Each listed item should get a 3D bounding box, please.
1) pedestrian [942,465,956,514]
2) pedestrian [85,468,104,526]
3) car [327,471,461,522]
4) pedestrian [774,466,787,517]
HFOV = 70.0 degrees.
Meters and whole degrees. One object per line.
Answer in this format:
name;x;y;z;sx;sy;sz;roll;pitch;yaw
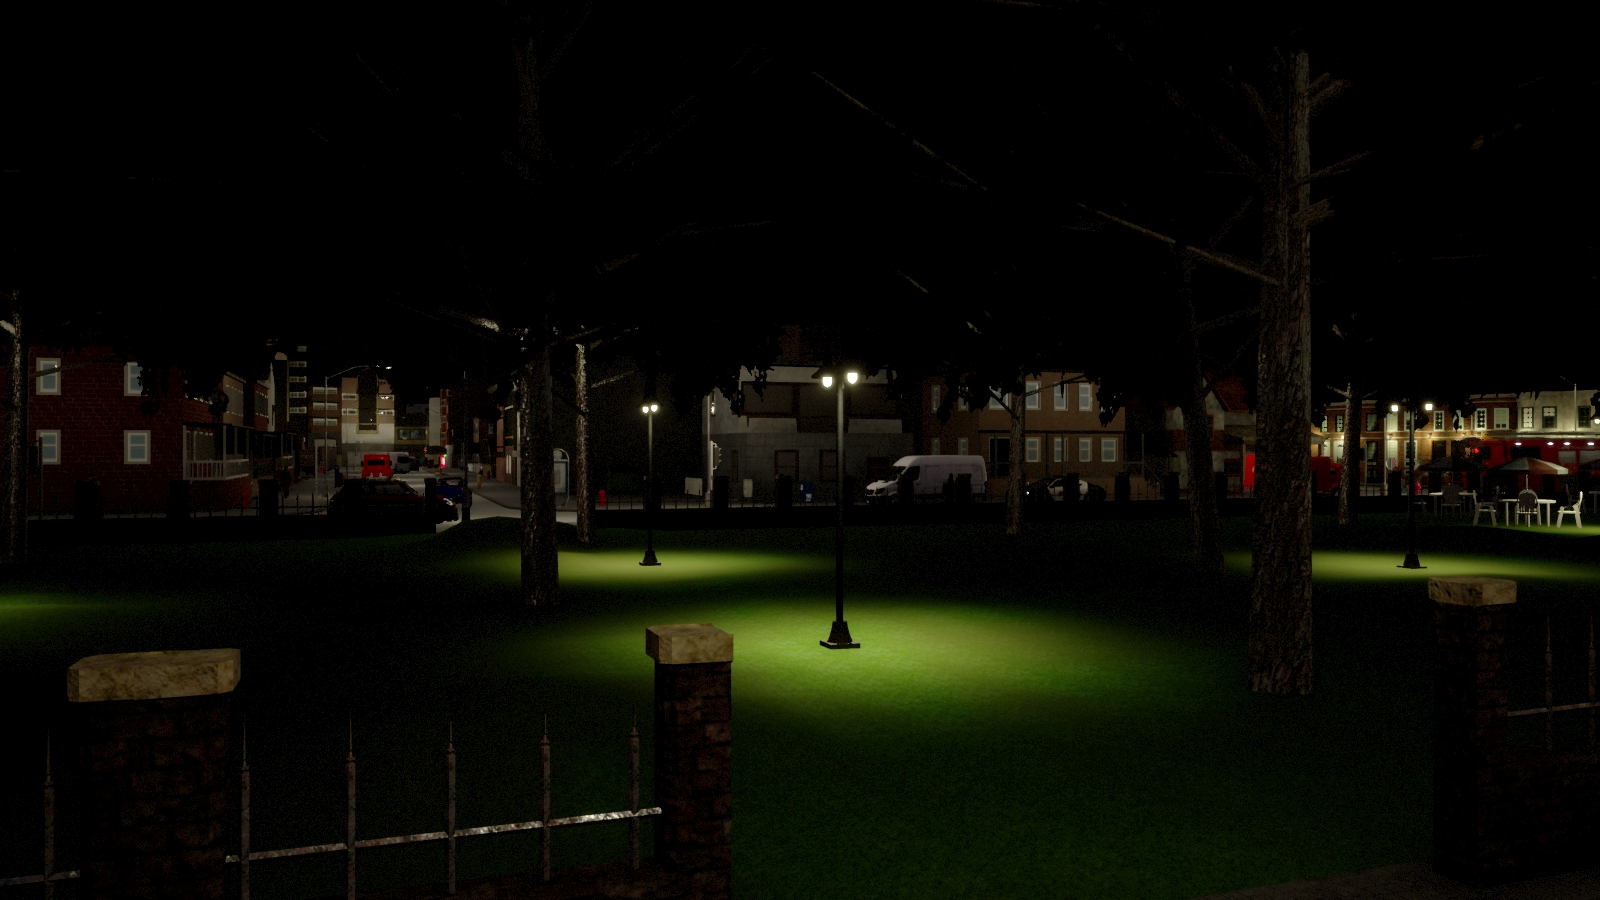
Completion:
pedestrian;5.772;1.525;44.248;0.375;1.860;0.375;0;0;-21
pedestrian;-22.790;1.525;36.923;0.375;1.860;0.375;0;0;5
car;-14.998;1.686;42.291;4.553;1.767;2.097;0;0;-20
pedestrian;-0.724;1.525;41.853;0.375;1.860;0.375;0;0;-20
